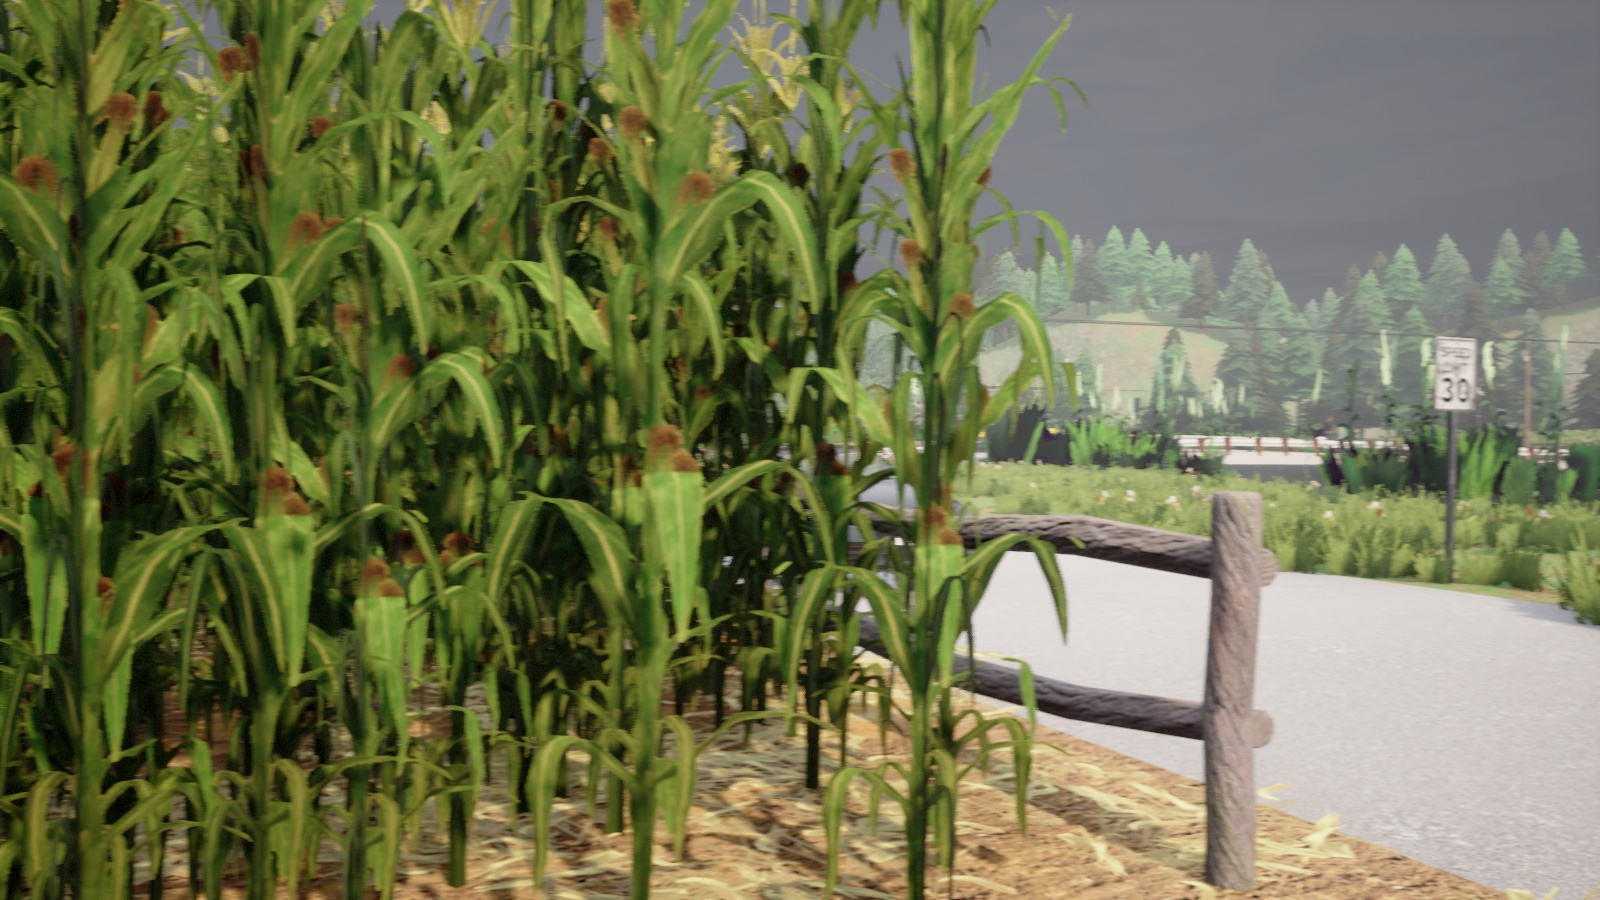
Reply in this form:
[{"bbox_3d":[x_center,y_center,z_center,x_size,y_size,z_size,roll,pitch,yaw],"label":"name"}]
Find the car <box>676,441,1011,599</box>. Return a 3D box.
[{"bbox_3d":[0.276,0.622,13.708,1.994,1.385,4.181,-1,1,-24],"label":"car"}]
